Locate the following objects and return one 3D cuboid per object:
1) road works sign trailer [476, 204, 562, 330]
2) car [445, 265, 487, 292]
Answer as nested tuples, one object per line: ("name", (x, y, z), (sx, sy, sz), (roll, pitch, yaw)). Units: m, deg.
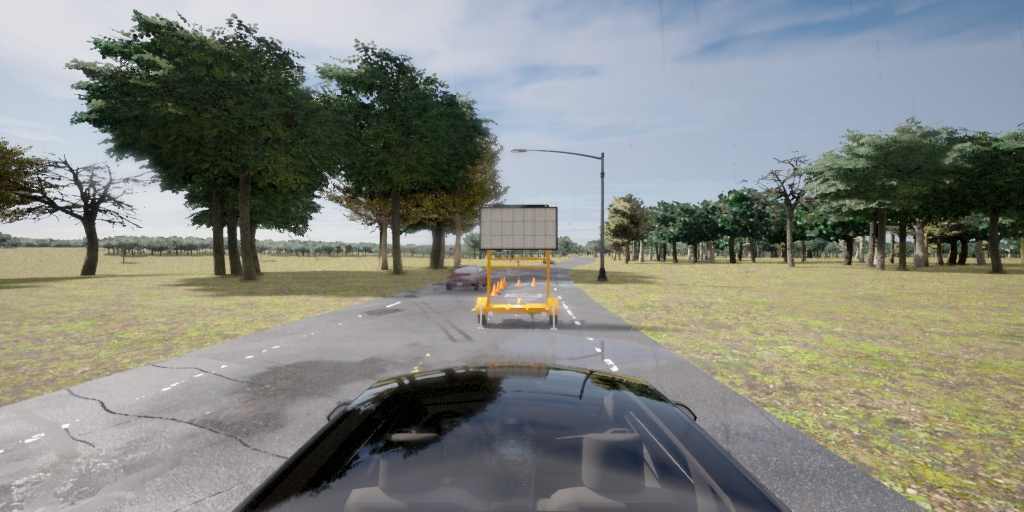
("road works sign trailer", (0.205, 0.215, 11.159), (2.380, 3.560, 2.880), (0, 0, 3))
("car", (-2.664, 1.281, 21.832), (1.812, 1.442, 4.674), (0, 0, 5))
